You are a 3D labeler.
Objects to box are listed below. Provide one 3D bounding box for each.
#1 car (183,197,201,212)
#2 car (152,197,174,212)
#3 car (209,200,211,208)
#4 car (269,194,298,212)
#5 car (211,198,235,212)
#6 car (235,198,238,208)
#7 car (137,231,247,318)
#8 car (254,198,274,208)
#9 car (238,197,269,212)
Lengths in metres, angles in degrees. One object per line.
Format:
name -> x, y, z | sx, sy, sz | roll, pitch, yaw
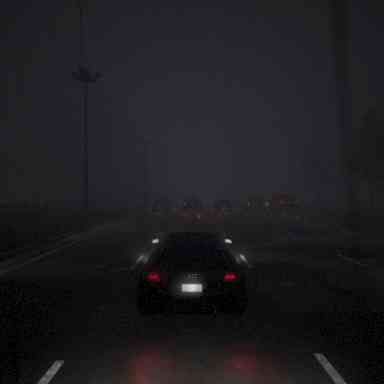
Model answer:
car -> 0.001, 1.352, 38.861 | 2.097, 1.767, 4.553 | 0, 0, 0
car -> -3.499, 1.505, 38.878 | 1.837, 1.490, 4.892 | 0, 0, 0
car -> 3.494, 1.601, 48.895 | 1.895, 1.301, 4.718 | 0, 0, 0
car -> 10.499, 1.221, 38.371 | 2.150, 2.045, 5.566 | 0, 0, 0
car -> 3.498, 1.505, 38.623 | 1.837, 1.490, 4.892 | 0, 0, 0
car -> 6.990, 1.547, 48.161 | 2.033, 1.411, 5.357 | 0, 0, 0
car -> -0.002, 1.564, 7.539 | 1.994, 1.385, 4.181 | 0, 0, 0
car -> 10.494, 1.601, 48.872 | 1.895, 1.301, 4.718 | 0, 0, 0
car -> 6.998, 1.352, 38.421 | 2.097, 1.767, 4.553 | 0, 0, 0
